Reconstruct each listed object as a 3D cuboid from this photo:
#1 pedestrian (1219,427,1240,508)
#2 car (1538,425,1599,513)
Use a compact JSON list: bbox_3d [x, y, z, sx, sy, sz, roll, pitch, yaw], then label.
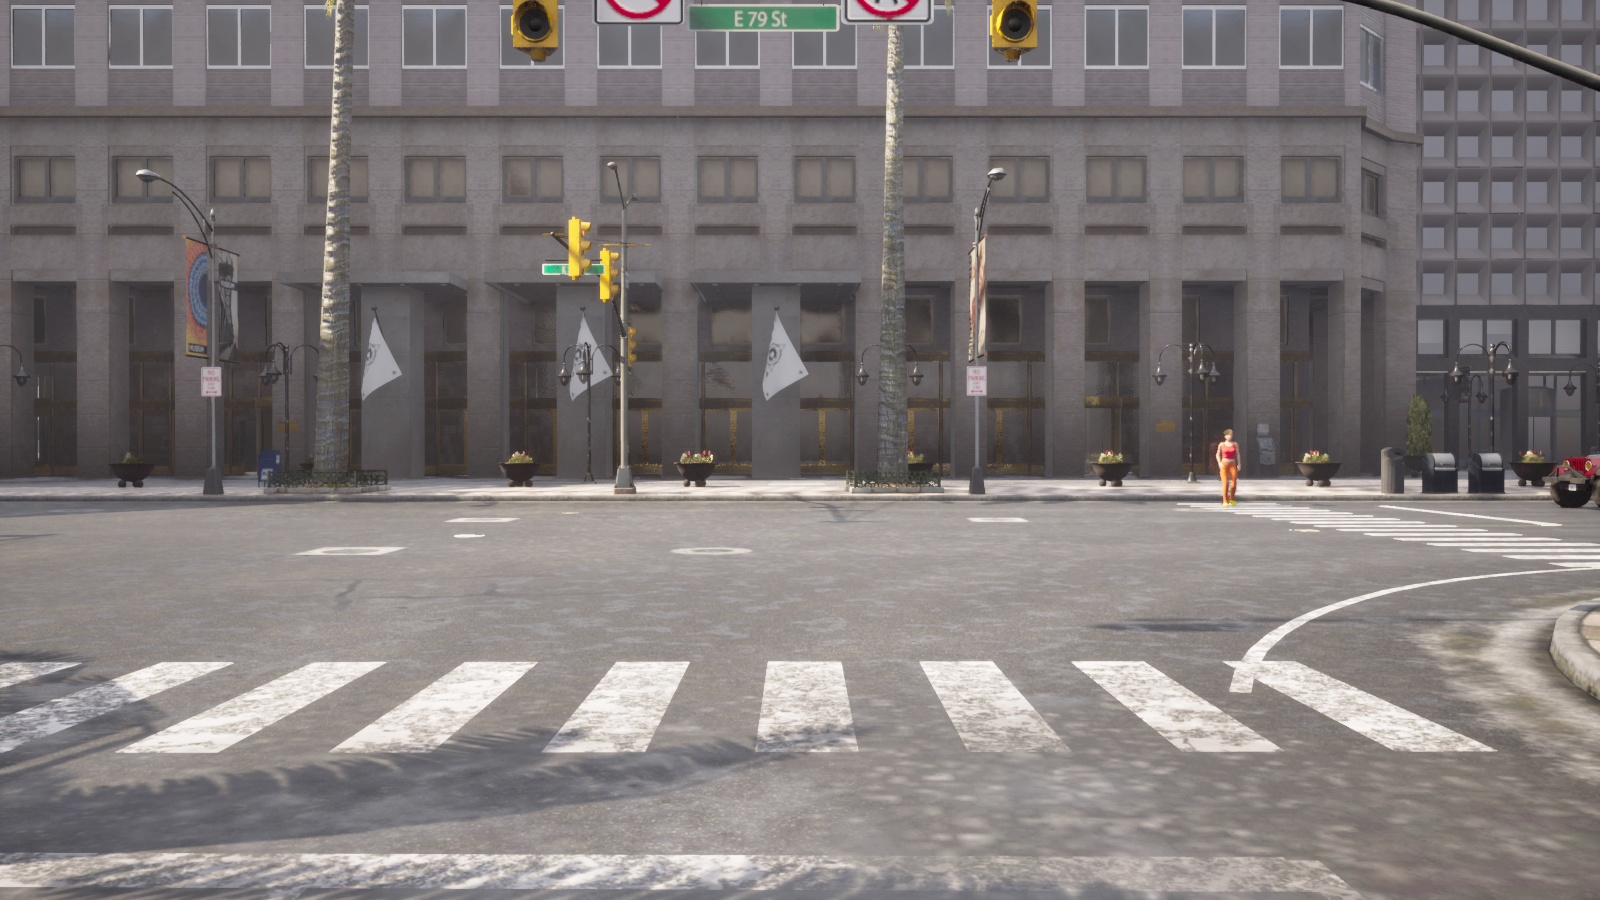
[{"bbox_3d":[9.903,0.398,28.972,0.345,1.836,0.594,0,0,7],"label":"pedestrian"},{"bbox_3d":[18.784,0.401,27.708,3.866,1.878,1.905,0,0,1],"label":"car"}]
